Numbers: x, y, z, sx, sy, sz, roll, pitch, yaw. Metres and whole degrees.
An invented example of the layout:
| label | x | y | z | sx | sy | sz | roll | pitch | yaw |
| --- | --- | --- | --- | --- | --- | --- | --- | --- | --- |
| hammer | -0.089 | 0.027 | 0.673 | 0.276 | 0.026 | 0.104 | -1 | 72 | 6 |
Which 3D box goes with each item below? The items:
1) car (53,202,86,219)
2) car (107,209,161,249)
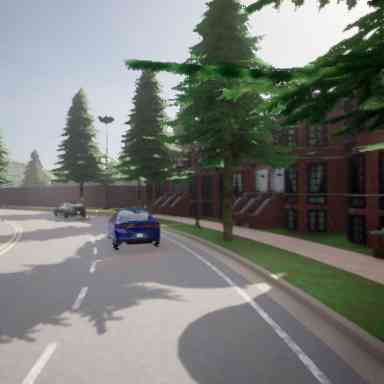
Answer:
| label | x | y | z | sx | sy | sz | roll | pitch | yaw |
| --- | --- | --- | --- | --- | --- | --- | --- | --- | --- |
| car | -11.244 | 1.640 | 30.574 | 1.812 | 1.442 | 4.674 | 0 | 0 | -38 |
| car | -2.738 | 1.512 | 15.019 | 1.882 | 1.535 | 5.008 | 0 | 0 | -18 |
